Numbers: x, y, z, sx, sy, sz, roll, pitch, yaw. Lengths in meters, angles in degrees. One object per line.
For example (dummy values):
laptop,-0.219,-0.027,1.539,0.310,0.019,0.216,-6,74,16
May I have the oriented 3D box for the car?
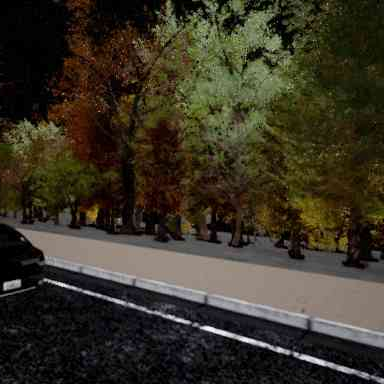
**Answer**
car,-5.213,1.394,7.425,4.892,1.490,1.837,1,1,36
